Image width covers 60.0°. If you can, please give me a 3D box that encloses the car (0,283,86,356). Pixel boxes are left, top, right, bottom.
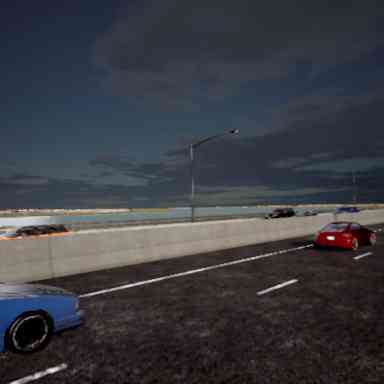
[{"bbox_3d":[-4.354,1.905,4.730,2.033,1.411,5.357,-4,-4,44],"label":"car"}]

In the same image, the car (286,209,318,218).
[{"bbox_3d":[15.423,3.362,45.383,2.128,1.511,4.902,-4,-4,45],"label":"car"}]

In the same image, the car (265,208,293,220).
[{"bbox_3d":[12.712,3.271,47.639,2.150,2.045,5.566,-4,-4,45],"label":"car"}]

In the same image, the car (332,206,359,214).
[{"bbox_3d":[21.622,3.002,46.689,2.150,2.045,5.566,-4,-4,45],"label":"car"}]

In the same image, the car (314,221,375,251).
[{"bbox_3d":[8.175,2.255,17.717,1.994,1.385,4.181,-4,-4,44],"label":"car"}]

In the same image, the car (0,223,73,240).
[{"bbox_3d":[-8.109,2.371,16.257,2.097,1.767,4.553,-4,-4,44],"label":"car"}]
